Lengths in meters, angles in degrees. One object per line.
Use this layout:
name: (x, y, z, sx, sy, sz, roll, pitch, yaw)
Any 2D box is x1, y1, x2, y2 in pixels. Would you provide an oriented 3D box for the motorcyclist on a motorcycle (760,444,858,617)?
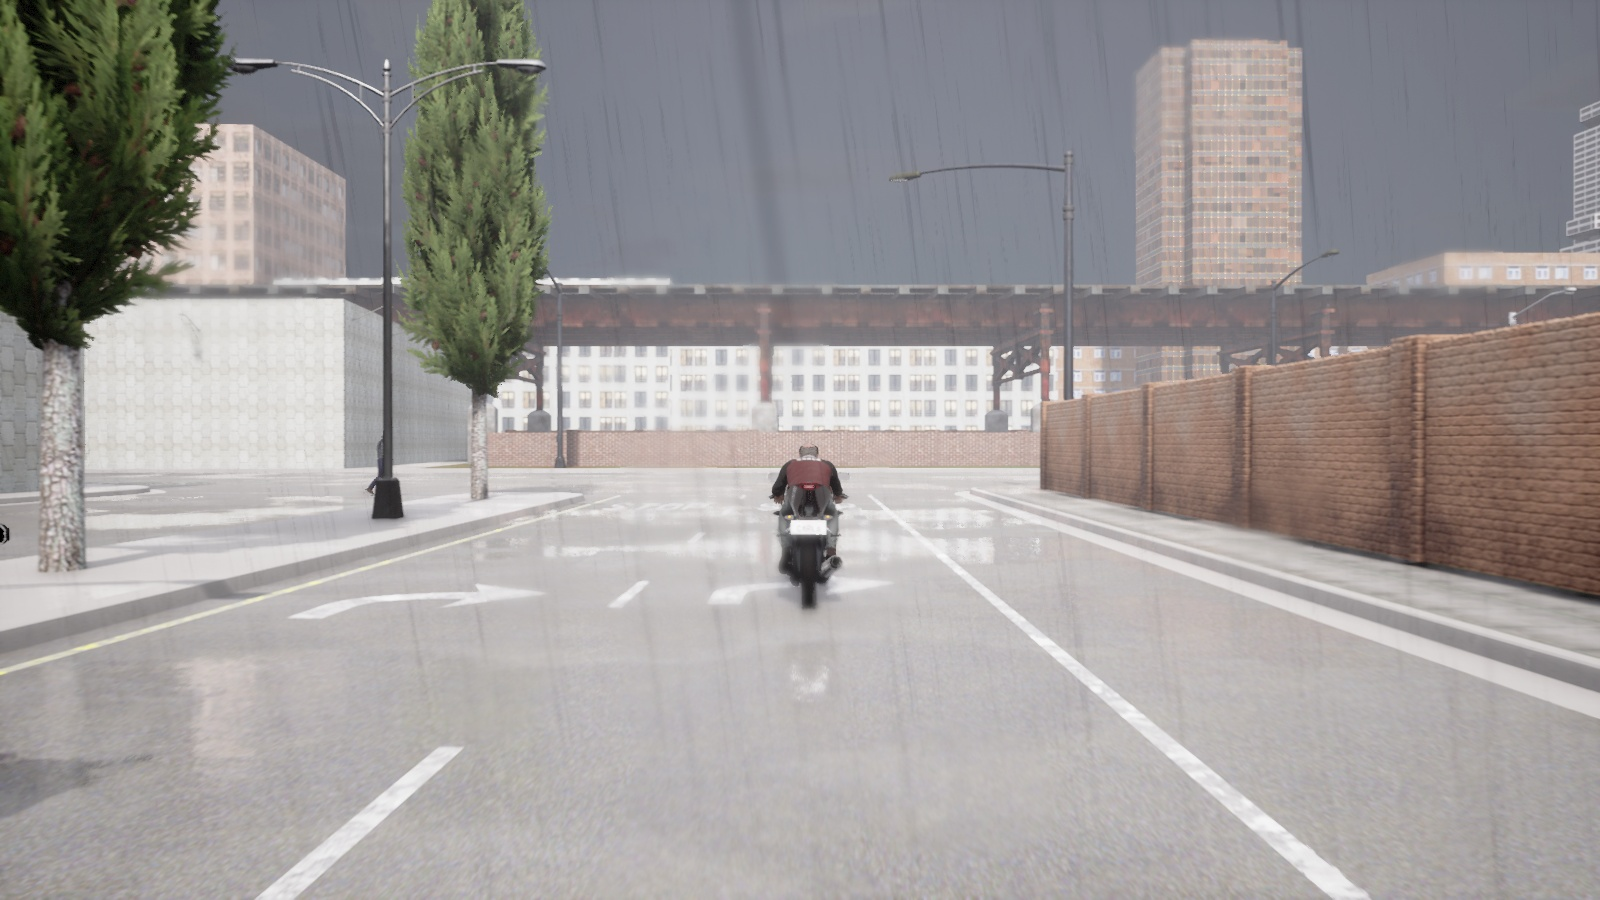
motorcyclist on a motorcycle: (0.085, 0.712, 12.270, 0.866, 1.530, 2.191, 0, 0, 0)

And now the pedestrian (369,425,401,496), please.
pedestrian: (-11.554, 0.285, 34.985, 0.788, 1.949, 0.423, 0, 0, -11)

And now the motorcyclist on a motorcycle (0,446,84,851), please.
motorcyclist on a motorcycle: (-3.461, 0.755, 4.202, 0.866, 1.530, 2.191, 0, 0, 0)
